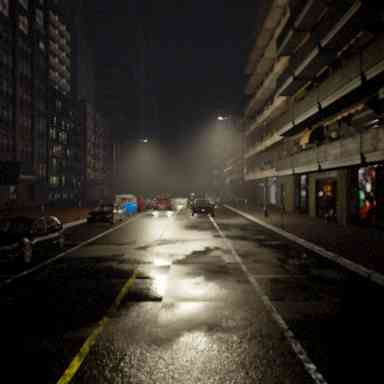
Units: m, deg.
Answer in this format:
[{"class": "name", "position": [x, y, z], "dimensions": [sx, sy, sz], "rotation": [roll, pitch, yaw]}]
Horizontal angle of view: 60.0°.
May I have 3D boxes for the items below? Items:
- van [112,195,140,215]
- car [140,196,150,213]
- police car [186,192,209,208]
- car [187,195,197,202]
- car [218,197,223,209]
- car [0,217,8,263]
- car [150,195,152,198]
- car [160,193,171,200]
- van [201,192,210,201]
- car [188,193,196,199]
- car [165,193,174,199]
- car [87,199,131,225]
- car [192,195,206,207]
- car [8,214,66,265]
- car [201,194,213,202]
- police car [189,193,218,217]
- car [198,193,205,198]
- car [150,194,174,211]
[{"class": "van", "position": [-5.691, 1.146, 27.786], "dimensions": [1.690, 1.788, 3.998], "rotation": [0, 0, 0]}, {"class": "car", "position": [-5.690, 1.312, 33.310], "dimensions": [1.887, 1.381, 4.507], "rotation": [0, 0, 0]}, {"class": "police car", "position": [0.467, 1.153, 39.170], "dimensions": [1.930, 1.638, 5.238], "rotation": [0, 0, -8]}, {"class": "car", "position": [0.006, 1.189, 61.899], "dimensions": [1.895, 1.301, 4.718], "rotation": [0, 0, 0]}, {"class": "car", "position": [2.692, 1.281, 38.832], "dimensions": [2.008, 1.369, 4.403], "rotation": [0, 0, 0]}, {"class": "car", "position": [-5.693, 1.273, 5.695], "dimensions": [2.192, 1.841, 5.009], "rotation": [0, 0, 0]}, {"class": "car", "position": [-5.689, 1.297, 38.833], "dimensions": [1.947, 1.339, 4.313], "rotation": [0, 0, 0]}, {"class": "car", "position": [-5.686, 0.969, 71.969], "dimensions": [1.967, 1.590, 4.097], "rotation": [0, 0, 0]}, {"class": "van", "position": [2.694, 0.903, 66.444], "dimensions": [1.690, 1.788, 3.998], "rotation": [0, 0, 0]}, {"class": "car", "position": [0.010, 0.893, 77.004], "dimensions": [1.994, 1.385, 4.181], "rotation": [0, 0, 0]}, {"class": "car", "position": [-5.685, 1.031, 83.015], "dimensions": [1.947, 1.339, 4.313], "rotation": [0, 0, 0]}, {"class": "car", "position": [-5.691, 1.393, 22.265], "dimensions": [2.008, 1.369, 4.403], "rotation": [0, 0, 0]}, {"class": "car", "position": [0.905, 1.216, 45.162], "dimensions": [1.812, 1.442, 4.674], "rotation": [0, 0, 0]}, {"class": "car", "position": [-5.692, 1.470, 11.220], "dimensions": [2.008, 1.369, 4.403], "rotation": [0, 0, 0]}, {"class": "car", "position": [2.694, 1.139, 60.922], "dimensions": [1.887, 1.381, 4.507], "rotation": [0, 0, 0]}, {"class": "police car", "position": [0.903, 1.220, 29.271], "dimensions": [1.930, 1.638, 5.238], "rotation": [0, 0, 0]}, {"class": "car", "position": [2.697, 0.972, 94.060], "dimensions": [1.947, 1.339, 4.313], "rotation": [0, 0, 0]}, {"class": "car", "position": [-3.091, 1.274, 36.111], "dimensions": [1.812, 1.442, 4.674], "rotation": [0, 0, 0]}]
